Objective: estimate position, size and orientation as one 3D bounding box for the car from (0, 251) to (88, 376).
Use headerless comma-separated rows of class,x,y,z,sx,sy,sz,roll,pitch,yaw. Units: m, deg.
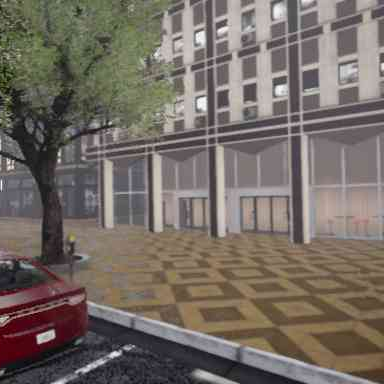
car,-3.552,1.617,5.269,4.507,1.381,1.887,-1,-1,36
